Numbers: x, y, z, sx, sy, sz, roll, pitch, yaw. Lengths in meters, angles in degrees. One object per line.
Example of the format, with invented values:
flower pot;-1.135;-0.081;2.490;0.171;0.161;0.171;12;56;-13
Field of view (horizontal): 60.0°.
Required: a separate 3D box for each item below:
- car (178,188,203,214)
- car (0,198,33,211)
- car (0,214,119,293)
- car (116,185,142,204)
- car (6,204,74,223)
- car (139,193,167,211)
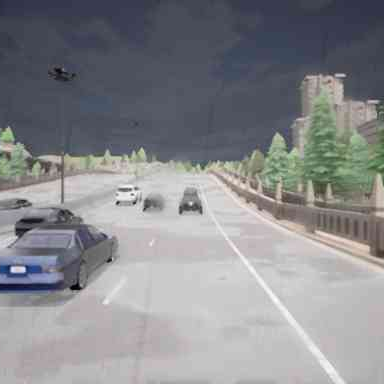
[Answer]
car;-0.110;0.893;29.871;2.097;1.767;4.553;0;3;0
car;-14.097;1.257;25.822;1.837;1.490;4.892;0;3;0
car;-3.408;1.565;9.017;2.033;1.411;5.357;0;0;0
car;-7.084;0.186;37.520;2.150;2.045;5.566;0;6;0
car;-6.941;1.515;16.654;1.837;1.490;4.892;0;0;0
car;-3.598;0.888;32.329;1.837;1.490;4.892;0;5;0
